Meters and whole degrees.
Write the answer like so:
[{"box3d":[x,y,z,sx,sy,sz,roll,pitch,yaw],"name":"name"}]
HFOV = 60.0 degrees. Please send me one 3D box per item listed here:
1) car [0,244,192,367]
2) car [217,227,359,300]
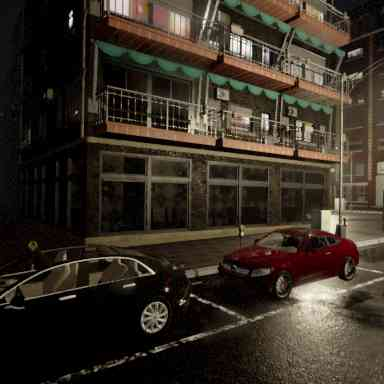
[{"box3d":[-2.057,1.551,5.036,4.403,1.369,2.008,0,1,-36],"name":"car"},{"box3d":[2.567,1.584,8.345,4.206,1.307,1.802,0,1,-36],"name":"car"}]
